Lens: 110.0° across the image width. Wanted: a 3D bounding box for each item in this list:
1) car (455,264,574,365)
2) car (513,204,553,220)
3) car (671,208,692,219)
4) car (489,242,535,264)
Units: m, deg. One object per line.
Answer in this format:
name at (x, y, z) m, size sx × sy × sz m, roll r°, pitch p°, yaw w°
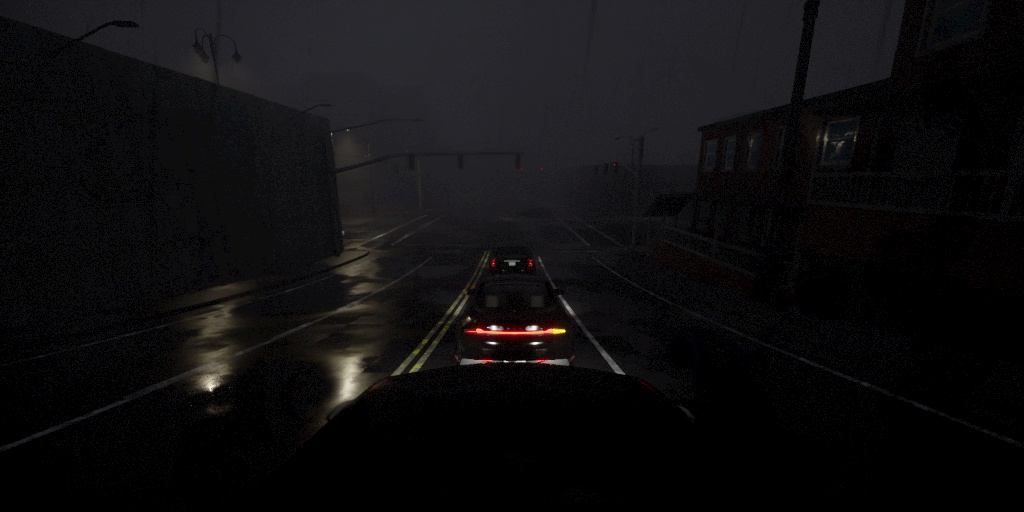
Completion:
car at (0.051, 1.122, 7.195) m, size 1.837 × 1.490 × 4.892 m, roll 0°, pitch 2°, yaw 0°
car at (2.769, -5.530, 46.126) m, size 4.892 × 1.490 × 1.837 m, roll 0°, pitch 12°, yaw 0°
car at (22.768, -5.423, 46.072) m, size 4.718 × 1.301 × 1.895 m, roll 0°, pitch 12°, yaw 0°
car at (0.012, 0.085, 17.446) m, size 2.097 × 1.767 × 4.553 m, roll 0°, pitch 7°, yaw 0°
